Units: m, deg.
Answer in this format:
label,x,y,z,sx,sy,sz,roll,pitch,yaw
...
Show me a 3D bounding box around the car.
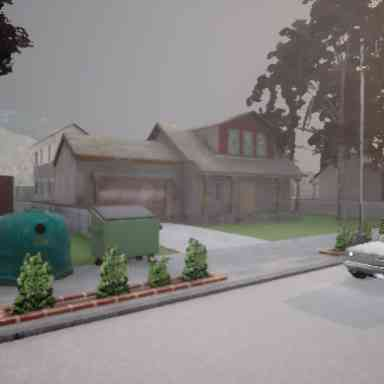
label,x,y,z,sx,sy,sz,roll,pitch,yaw
car,6.054,1.595,8.807,4.718,1.301,1.895,0,0,-36
